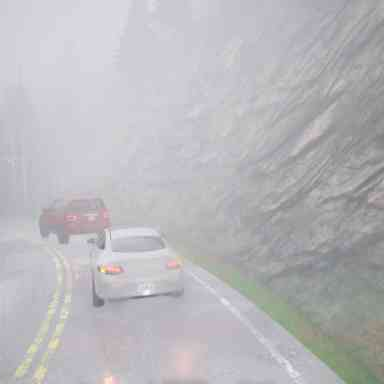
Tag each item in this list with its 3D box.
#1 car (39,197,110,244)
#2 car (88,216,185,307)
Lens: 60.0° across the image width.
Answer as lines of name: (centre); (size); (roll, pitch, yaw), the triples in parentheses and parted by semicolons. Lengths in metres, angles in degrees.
car: (-6.015, 1.294, 16.709); (2.150, 2.045, 5.566); (-3, 1, -37)
car: (-1.498, 1.529, 8.078); (1.812, 1.442, 4.674); (-1, 0, -17)
